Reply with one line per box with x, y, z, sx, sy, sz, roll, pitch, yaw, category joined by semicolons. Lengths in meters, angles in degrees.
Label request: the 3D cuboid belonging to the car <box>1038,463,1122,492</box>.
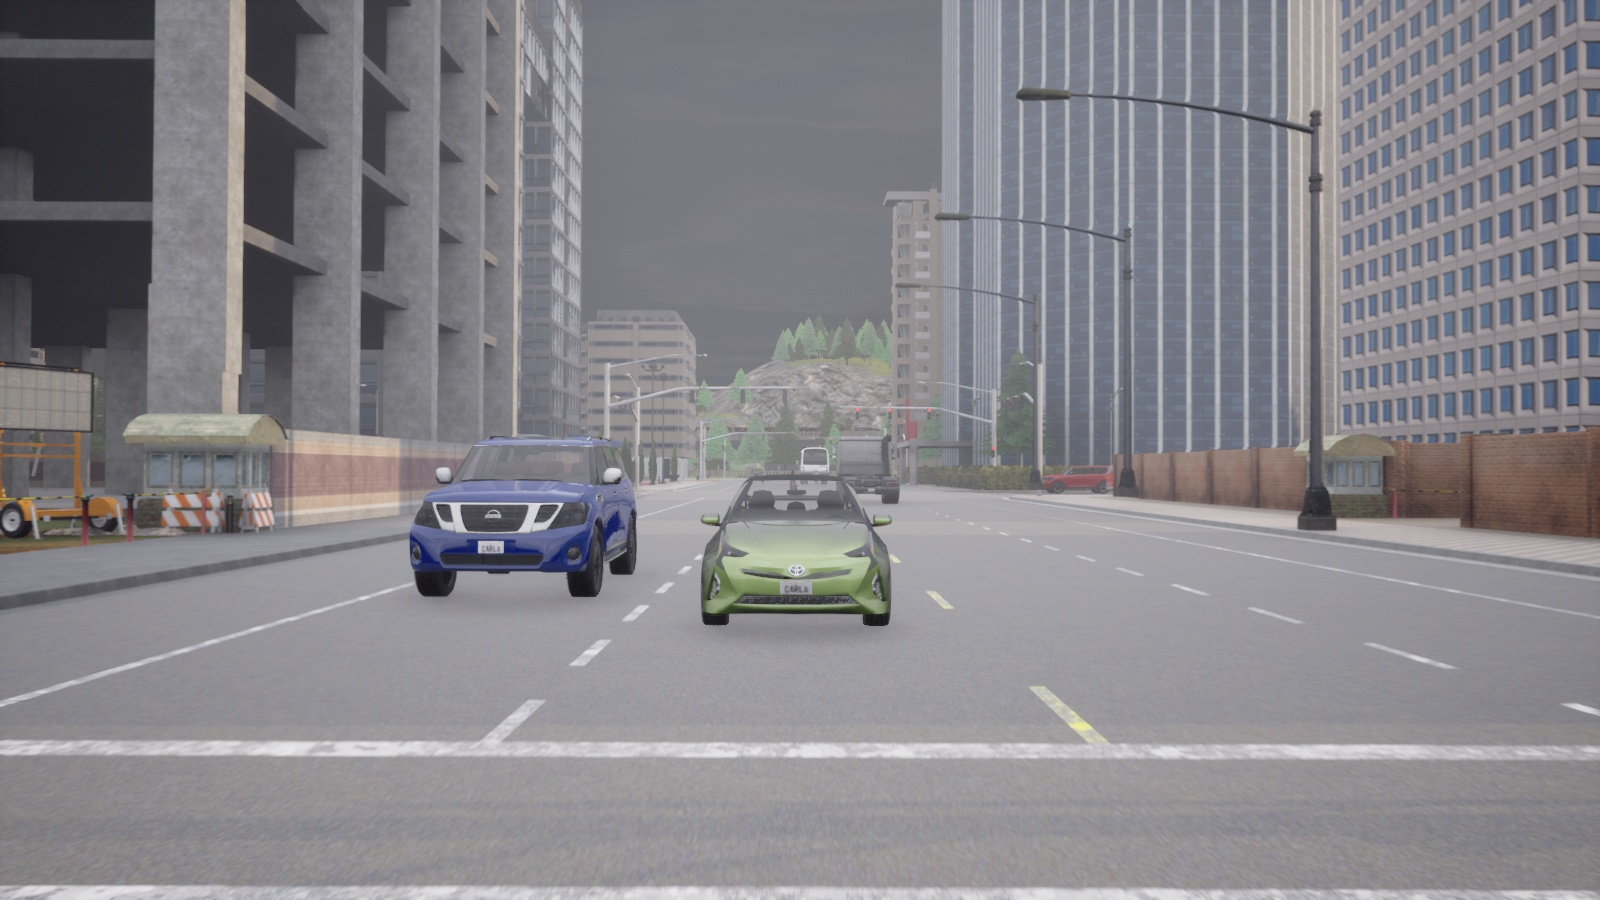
20.142;1.969;90.562;5.566;2.045;2.150;0;-1;-1;car

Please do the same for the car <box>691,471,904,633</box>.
-0.033;0.998;14.123;2.007;1.525;4.514;0;-1;0;car

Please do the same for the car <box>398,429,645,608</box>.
-3.541;0.836;17.189;2.150;2.045;5.566;0;-1;0;car

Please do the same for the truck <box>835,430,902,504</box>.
3.347;0.875;63.073;2.891;3.462;7.936;0;-1;0;truck
